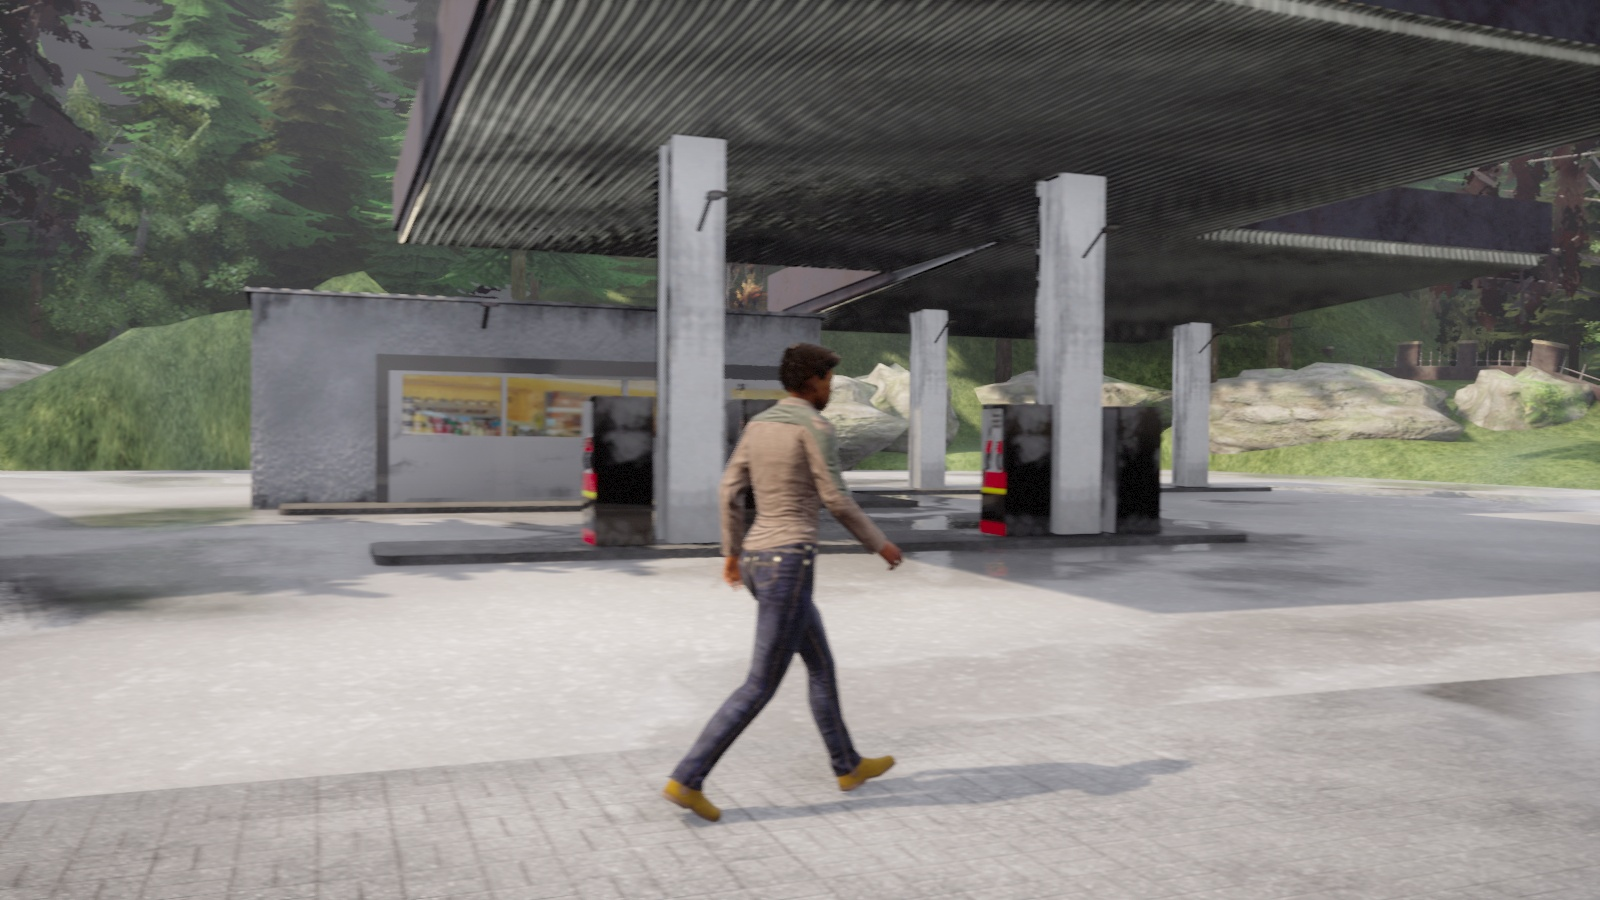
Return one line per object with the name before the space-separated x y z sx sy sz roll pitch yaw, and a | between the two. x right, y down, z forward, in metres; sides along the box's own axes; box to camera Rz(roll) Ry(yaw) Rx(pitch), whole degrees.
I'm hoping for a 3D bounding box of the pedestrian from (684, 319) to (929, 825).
pedestrian | 0.031 0.429 4.816 0.869 1.805 0.328 -1 1 -27
